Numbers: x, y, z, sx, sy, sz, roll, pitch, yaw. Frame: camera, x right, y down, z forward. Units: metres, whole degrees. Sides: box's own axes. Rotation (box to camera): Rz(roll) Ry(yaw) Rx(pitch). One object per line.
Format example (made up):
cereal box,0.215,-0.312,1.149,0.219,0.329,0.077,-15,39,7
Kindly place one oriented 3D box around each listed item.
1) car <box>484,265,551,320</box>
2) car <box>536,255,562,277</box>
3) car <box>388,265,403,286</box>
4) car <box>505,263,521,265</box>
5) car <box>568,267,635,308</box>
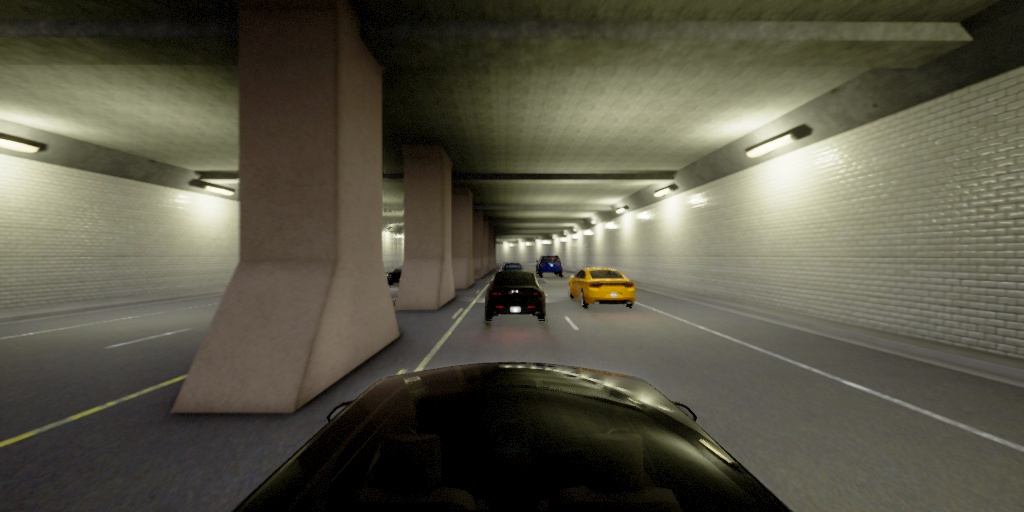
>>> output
car,0.098,1.245,12.460,1.837,1.490,4.892,0,0,0
car,3.594,0.940,35.179,2.150,2.045,5.566,0,0,0
car,-7.103,1.292,24.925,1.994,1.385,4.181,0,0,0
car,0.094,1.270,30.495,2.033,1.411,5.357,0,0,0
car,3.597,1.215,15.133,1.882,1.535,5.008,0,0,0
